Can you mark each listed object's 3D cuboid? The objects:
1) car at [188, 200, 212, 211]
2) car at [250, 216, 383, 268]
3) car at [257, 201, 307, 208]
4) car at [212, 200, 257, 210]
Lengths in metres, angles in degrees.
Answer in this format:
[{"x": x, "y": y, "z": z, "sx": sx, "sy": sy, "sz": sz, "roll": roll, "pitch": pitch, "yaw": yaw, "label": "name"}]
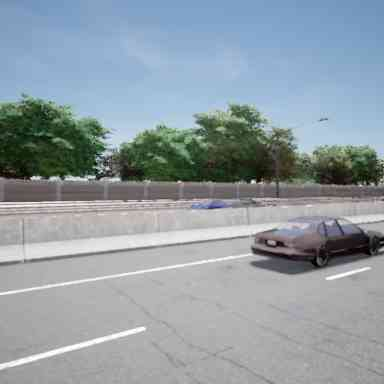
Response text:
[{"x": 1.797, "y": 1.465, "z": 31.073, "sx": 4.674, "sy": 1.442, "sz": 1.812, "roll": 0, "pitch": 0, "yaw": -35, "label": "car"}, {"x": 4.380, "y": 1.515, "z": 11.166, "sx": 5.357, "sy": 1.411, "sz": 2.033, "roll": 0, "pitch": 0, "yaw": -35, "label": "car"}, {"x": 7.738, "y": 1.459, "z": 26.714, "sx": 4.674, "sy": 1.442, "sz": 1.812, "roll": 0, "pitch": 0, "yaw": -35, "label": "car"}, {"x": 4.440, "y": 1.444, "z": 28.659, "sx": 4.892, "sy": 1.490, "sz": 1.837, "roll": 0, "pitch": 0, "yaw": -35, "label": "car"}]
